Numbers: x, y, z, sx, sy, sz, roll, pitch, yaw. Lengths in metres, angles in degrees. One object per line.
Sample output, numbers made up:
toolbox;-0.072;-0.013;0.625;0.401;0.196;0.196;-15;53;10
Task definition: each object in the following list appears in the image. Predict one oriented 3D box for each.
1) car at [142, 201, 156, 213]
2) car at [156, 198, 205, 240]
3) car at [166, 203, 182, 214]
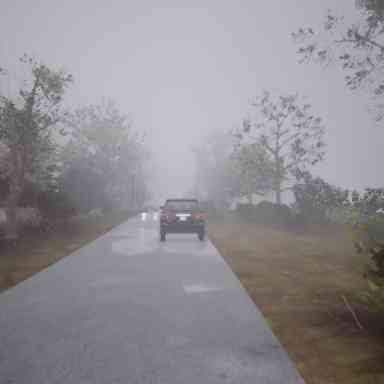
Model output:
car;-5.377;1.936;43.487;1.837;1.490;4.892;0;-1;-4
car;-0.567;1.309;17.679;2.150;2.045;5.566;0;0;-3
car;-2.256;1.987;41.136;1.895;1.301;4.718;0;-1;-4
